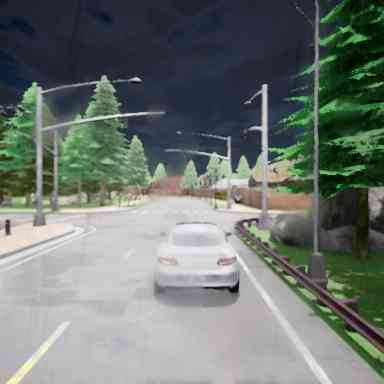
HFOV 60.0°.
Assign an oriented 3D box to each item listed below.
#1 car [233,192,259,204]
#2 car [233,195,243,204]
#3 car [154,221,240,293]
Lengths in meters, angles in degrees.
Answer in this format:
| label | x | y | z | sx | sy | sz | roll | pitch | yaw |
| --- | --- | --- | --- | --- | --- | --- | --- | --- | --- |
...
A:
| label | x | y | z | sx | sy | sz | roll | pitch | yaw |
| --- | --- | --- | --- | --- | --- | --- | --- | --- | --- |
| car | 8.444 | 0.866 | 52.247 | 3.866 | 1.878 | 1.905 | 0 | 0 | -1 |
| car | 8.858 | 0.878 | 49.737 | 4.605 | 1.855 | 1.932 | 0 | 0 | -1 |
| car | 0.103 | 1.479 | 8.603 | 1.812 | 1.442 | 4.674 | 0 | 0 | 0 |
